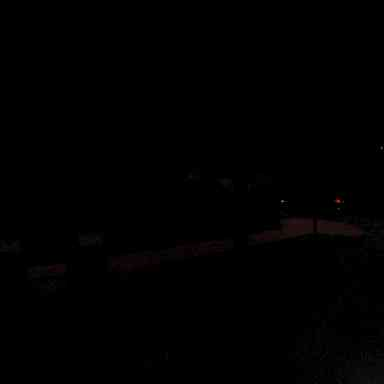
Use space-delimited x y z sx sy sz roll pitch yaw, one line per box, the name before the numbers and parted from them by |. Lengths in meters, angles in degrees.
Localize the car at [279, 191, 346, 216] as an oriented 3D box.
car | 10.670 0.955 29.649 5.566 2.045 2.150 0 0 40
